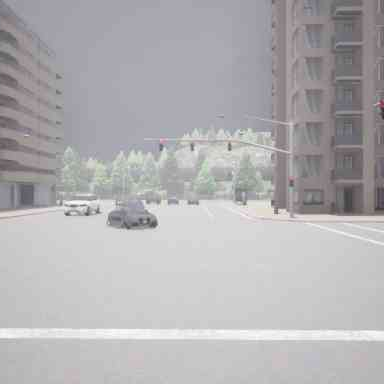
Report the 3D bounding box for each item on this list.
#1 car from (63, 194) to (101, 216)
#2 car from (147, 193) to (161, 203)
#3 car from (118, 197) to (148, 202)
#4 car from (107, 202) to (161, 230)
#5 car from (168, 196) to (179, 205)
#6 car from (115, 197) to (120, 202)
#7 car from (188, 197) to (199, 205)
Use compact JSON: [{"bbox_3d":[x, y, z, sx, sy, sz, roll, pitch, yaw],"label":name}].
[{"bbox_3d":[-10.534,1.221,32.331,2.150,2.045,5.566,0,0,0],"label":"car"},{"bbox_3d":[-6.875,1.211,60.161,2.150,2.045,5.566,0,0,0],"label":"car"},{"bbox_3d":[-7.015,1.547,39.986,2.033,1.411,5.357,0,0,0],"label":"car"},{"bbox_3d":[-3.913,1.564,21.267,1.994,1.385,4.181,0,0,-34],"label":"car"},{"bbox_3d":[-3.374,1.526,60.030,1.812,1.442,4.674,0,0,0],"label":"car"},{"bbox_3d":[-10.470,1.491,50.989,2.128,1.511,4.902,0,0,0],"label":"car"},{"bbox_3d":[0.223,1.564,58.373,1.994,1.385,4.181,0,0,0],"label":"car"}]
